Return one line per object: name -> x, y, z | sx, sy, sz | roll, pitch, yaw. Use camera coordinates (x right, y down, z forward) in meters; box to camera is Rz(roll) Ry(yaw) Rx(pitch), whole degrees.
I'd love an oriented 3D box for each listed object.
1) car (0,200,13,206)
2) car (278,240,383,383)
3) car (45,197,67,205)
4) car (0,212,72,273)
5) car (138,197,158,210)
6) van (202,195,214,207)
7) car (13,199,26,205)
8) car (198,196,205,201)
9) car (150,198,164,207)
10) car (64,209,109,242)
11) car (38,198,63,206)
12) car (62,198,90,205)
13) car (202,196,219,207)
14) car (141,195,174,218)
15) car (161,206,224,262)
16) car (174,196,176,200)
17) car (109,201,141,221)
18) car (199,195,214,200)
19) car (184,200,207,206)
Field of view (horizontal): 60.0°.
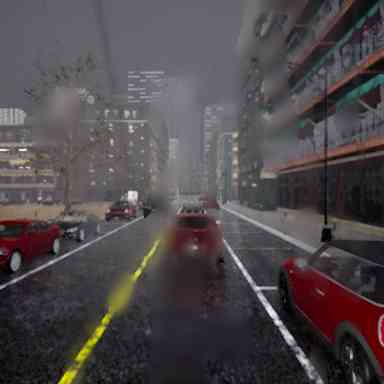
car -> -38.474, 2.231, 65.530 | 4.507, 1.381, 1.887 | -1, 1, 0
car -> 2.679, 1.447, 5.144 | 1.967, 1.590, 4.097 | 0, 0, 0
car -> -30.354, 1.959, 74.189 | 4.097, 1.590, 1.967 | -1, 1, 0
car -> -5.707, 1.560, 10.662 | 1.887, 1.381, 4.507 | 0, 0, 0
car -> -5.745, 1.511, 43.827 | 1.967, 1.590, 4.097 | 0, 0, 0
van -> 2.622, 1.435, 54.892 | 1.690, 1.788, 3.998 | 0, 0, 0
car -> -39.254, 2.231, 74.067 | 4.206, 1.307, 1.802 | -1, 1, 0
car -> 2.581, 1.747, 92.809 | 1.947, 1.339, 4.313 | 0, 0, 0
car -> -5.757, 1.675, 54.883 | 1.802, 1.307, 4.206 | 0, 0, 0
car -> -5.713, 1.574, 16.190 | 2.008, 1.369, 4.403 | 0, 0, 0
car -> -28.044, 2.085, 65.571 | 4.403, 1.369, 2.008 | -1, 1, 0
car -> -22.475, 2.004, 65.618 | 4.403, 1.369, 2.008 | -1, 1, 0
car -> 2.636, 1.616, 43.836 | 1.887, 1.381, 4.507 | 0, 0, 0
car -> -3.134, 1.268, 30.690 | 2.150, 2.045, 5.566 | 0, 0, 0
car -> 0.060, 1.495, 12.196 | 1.882, 1.535, 5.008 | 0, 0, 0
car -> -5.793, 1.733, 87.288 | 1.947, 1.339, 4.313 | 0, 0, 0
car -> -5.726, 1.480, 27.245 | 1.967, 1.590, 4.097 | 0, 0, 0
car -> 2.628, 1.397, 49.364 | 2.192, 1.841, 5.009 | 0, 0, 0
car -> 0.052, 1.645, 29.357 | 1.895, 1.301, 4.718 | 0, 0, 0
